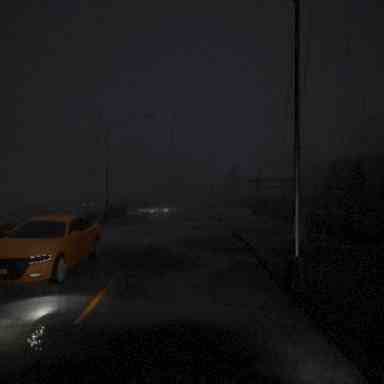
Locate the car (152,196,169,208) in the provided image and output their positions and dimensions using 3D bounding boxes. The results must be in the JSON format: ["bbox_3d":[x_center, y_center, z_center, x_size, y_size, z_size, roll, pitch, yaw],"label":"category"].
[{"bbox_3d":[-4.034,1.248,43.326,1.882,1.535,5.008,0,0,0],"label":"car"}]

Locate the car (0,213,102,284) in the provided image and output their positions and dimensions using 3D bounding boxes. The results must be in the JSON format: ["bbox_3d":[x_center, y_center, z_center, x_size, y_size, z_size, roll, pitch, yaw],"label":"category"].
[{"bbox_3d":[-4.063,1.426,9.624,1.882,1.535,5.008,0,0,0],"label":"car"}]
